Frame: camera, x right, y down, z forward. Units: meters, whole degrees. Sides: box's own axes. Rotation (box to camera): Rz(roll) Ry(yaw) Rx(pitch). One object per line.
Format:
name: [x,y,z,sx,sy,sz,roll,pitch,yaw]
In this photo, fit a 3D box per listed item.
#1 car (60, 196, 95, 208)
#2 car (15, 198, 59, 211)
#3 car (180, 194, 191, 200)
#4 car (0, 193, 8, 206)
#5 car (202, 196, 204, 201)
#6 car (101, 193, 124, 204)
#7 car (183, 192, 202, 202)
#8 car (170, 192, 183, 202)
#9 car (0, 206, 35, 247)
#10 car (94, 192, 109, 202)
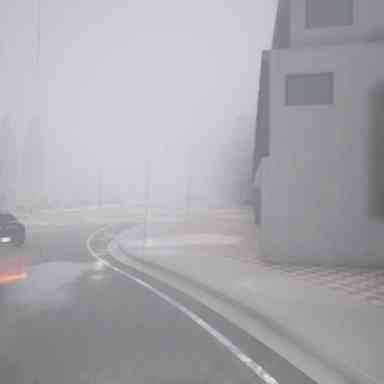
car: [-15.830,1.507,46.208,1.895,1.301,4.718,0,0,9]
car: [-17.463,1.398,37.011,1.882,1.535,5.008,0,0,11]
car: [-1.648,1.212,82.091,1.812,1.442,4.674,0,0,9]
car: [-21.718,1.145,34.362,2.150,2.045,5.566,0,0,14]
car: [1.866,1.411,81.891,1.994,1.385,4.181,0,0,9]
car: [-13.658,1.377,59.060,2.128,1.511,4.902,0,0,10]
car: [0.165,1.100,71.622,2.150,2.045,5.566,0,0,9]
car: [-3.288,1.088,72.253,2.150,2.045,5.566,0,0,9]
car: [-8.629,1.475,13.686,4.892,1.490,1.837,0,0,40]
car: [-16.702,1.101,61.987,2.150,2.045,5.566,0,0,10]
